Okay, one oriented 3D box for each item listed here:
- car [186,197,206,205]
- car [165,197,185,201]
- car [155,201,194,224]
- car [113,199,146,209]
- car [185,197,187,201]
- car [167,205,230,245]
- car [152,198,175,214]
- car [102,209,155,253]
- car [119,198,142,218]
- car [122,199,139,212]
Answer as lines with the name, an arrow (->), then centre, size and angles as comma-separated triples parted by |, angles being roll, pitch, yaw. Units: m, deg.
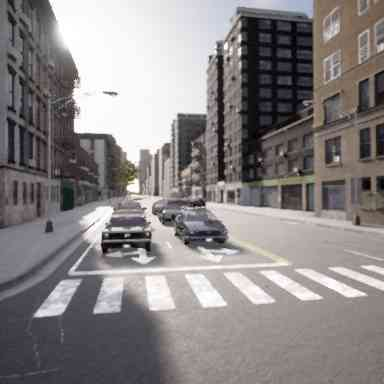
car -> 0.844, 1.644, 50.517 | 1.882, 1.535, 5.008 | 0, 0, -10
car -> -2.733, 1.662, 51.910 | 1.882, 1.535, 5.008 | 0, 0, -10
car -> -1.422, 1.638, 25.328 | 1.994, 1.385, 4.181 | 0, 0, -11
car -> -4.253, 1.425, 22.748 | 2.097, 1.767, 4.553 | 0, 0, -10
car -> -0.964, 1.700, 60.474 | 2.128, 1.511, 4.902 | 0, 0, -10
car -> 0.242, 1.573, 16.118 | 2.033, 1.411, 5.357 | 0, 0, -10
car -> -3.221, 1.649, 35.387 | 1.812, 1.442, 4.674 | 0, 0, -10
car -> -2.682, 1.628, 13.997 | 1.895, 1.301, 4.718 | 0, 0, -10
car -> -6.057, 1.475, 32.769 | 2.097, 1.767, 4.553 | 0, 0, -10
car -> -7.874, 1.718, 43.056 | 2.033, 1.411, 5.357 | 0, 0, -10
